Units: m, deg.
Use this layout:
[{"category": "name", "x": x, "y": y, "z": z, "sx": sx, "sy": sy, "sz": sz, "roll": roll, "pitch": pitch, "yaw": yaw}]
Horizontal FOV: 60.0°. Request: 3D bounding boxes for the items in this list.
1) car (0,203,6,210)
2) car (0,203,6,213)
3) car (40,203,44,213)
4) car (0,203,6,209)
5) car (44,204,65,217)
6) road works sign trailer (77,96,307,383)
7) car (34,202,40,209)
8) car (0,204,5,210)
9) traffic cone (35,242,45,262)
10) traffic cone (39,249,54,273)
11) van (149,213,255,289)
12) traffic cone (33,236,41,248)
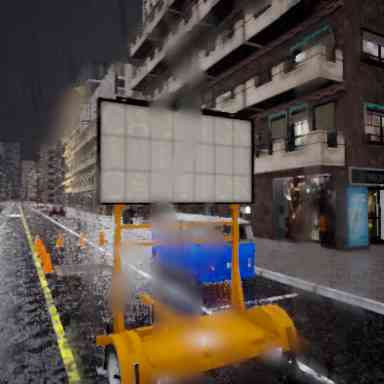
[{"category": "car", "x": -43.028, "y": 3.259, "z": 74.739, "sx": 1.802, "sy": 1.307, "sz": 4.206, "roll": 1, "pitch": -2, "yaw": -28}, {"category": "car", "x": -32.694, "y": 2.555, "z": 55.106, "sx": 2.192, "sy": 1.841, "sz": 5.009, "roll": 1, "pitch": -2, "yaw": -28}, {"category": "car", "x": -23.228, "y": 2.743, "z": 54.026, "sx": 1.752, "sy": 1.417, "sz": 4.829, "roll": 1, "pitch": -2, "yaw": -28}, {"category": "car", "x": -45.611, "y": 3.368, "z": 79.649, "sx": 1.802, "sy": 1.307, "sz": 4.206, "roll": 1, "pitch": -2, "yaw": -28}, {"category": "car", "x": -17.983, "y": 2.435, "z": 44.058, "sx": 1.967, "sy": 1.590, "sz": 4.097, "roll": 1, "pitch": -2, "yaw": -28}, {"category": "road works sign trailer", "x": -0.222, "y": 0.578, "z": 4.800, "sx": 2.380, "sy": 3.560, "sz": 2.880, "roll": 1, "pitch": -1, "yaw": -28}, {"category": "car", "x": -36.062, "y": 3.201, "z": 78.429, "sx": 1.967, "sy": 1.590, "sz": 4.097, "roll": 1, "pitch": -2, "yaw": -28}, {"category": "car", "x": -40.445, "y": 3.134, "z": 69.830, "sx": 1.947, "sy": 1.339, "sz": 4.313, "roll": 1, "pitch": -2, "yaw": -28}, {"category": "traffic cone", "x": -5.451, "y": 2.235, "z": 12.180, "sx": 0.340, "sy": 0.580, "sz": 0.340, "roll": 1, "pitch": -1, "yaw": -28}, {"category": "traffic cone", "x": -4.520, "y": 2.195, "z": 10.410, "sx": 0.340, "sy": 0.580, "sz": 0.340, "roll": 1, "pitch": -1, "yaw": -28}, {"category": "van", "x": 0.098, "y": 1.565, "z": 9.689, "sx": 1.690, "sy": 1.788, "sz": 3.998, "roll": 1, "pitch": -2, "yaw": -28}, {"category": "traffic cone", "x": -6.382, "y": 2.275, "z": 13.950, "sx": 0.340, "sy": 0.580, "sz": 0.340, "roll": 1, "pitch": -1, "yaw": -28}]
